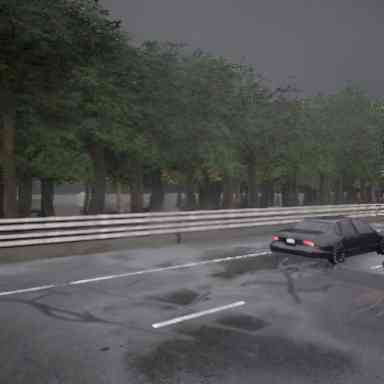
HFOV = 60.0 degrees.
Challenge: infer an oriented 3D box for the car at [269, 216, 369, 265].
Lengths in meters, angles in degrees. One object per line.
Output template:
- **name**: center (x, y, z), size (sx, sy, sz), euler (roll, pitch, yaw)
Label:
- **car**: center (5.071, 1.549, 11.668), size (5.357, 1.411, 2.033), euler (0, 0, -36)

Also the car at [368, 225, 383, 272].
- **car**: center (7.133, 1.549, 8.840), size (5.357, 1.411, 2.033), euler (0, 0, -36)
